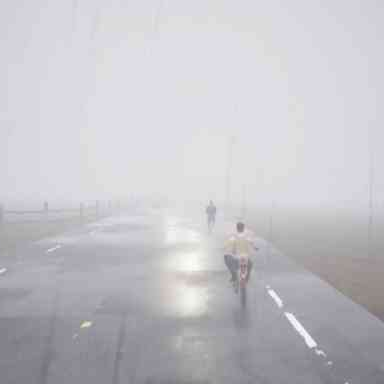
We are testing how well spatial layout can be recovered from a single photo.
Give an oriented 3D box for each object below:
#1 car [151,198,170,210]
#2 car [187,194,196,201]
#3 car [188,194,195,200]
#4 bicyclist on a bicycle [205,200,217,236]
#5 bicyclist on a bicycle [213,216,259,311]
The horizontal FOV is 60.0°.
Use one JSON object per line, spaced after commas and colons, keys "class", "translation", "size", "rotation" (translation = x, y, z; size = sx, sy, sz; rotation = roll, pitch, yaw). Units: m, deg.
{"class": "car", "translation": [-3.636, 1.377, 39.634], "size": [1.994, 1.385, 4.181], "rotation": [0, 0, 0]}
{"class": "car", "translation": [-0.095, 1.314, 73.601], "size": [2.128, 1.511, 4.902], "rotation": [0, 0, 0]}
{"class": "car", "translation": [-0.108, 1.308, 83.615], "size": [1.837, 1.490, 4.892], "rotation": [0, 0, 0]}
{"class": "bicyclist on a bicycle", "translation": [0.944, 1.266, 16.379], "size": [0.659, 1.776, 1.843], "rotation": [0, 1, 0]}
{"class": "bicyclist on a bicycle", "translation": [0.947, 1.392, 6.656], "size": [0.866, 1.612, 1.509], "rotation": [0, 0, 0]}
